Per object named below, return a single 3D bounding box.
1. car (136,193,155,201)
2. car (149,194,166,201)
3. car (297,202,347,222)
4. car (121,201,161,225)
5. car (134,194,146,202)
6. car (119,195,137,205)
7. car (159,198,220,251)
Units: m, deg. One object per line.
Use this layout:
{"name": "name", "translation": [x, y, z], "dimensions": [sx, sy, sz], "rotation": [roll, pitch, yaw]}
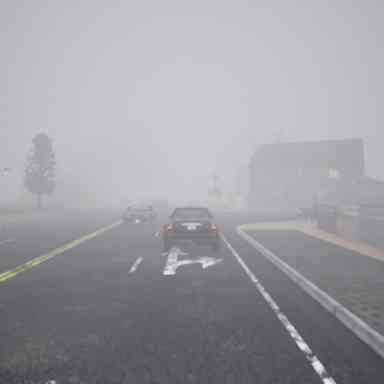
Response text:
{"name": "car", "translation": [-7.510, 1.337, 54.826], "dimensions": [1.994, 1.385, 4.181], "rotation": [0, 0, -1]}
{"name": "car", "translation": [-3.816, 1.311, 40.954], "dimensions": [1.882, 1.535, 5.008], "rotation": [0, 0, -1]}
{"name": "car", "translation": [10.345, 1.415, 23.844], "dimensions": [5.357, 1.411, 2.033], "rotation": [0, 1, 29]}
{"name": "car", "translation": [-3.452, 1.510, 22.961], "dimensions": [1.895, 1.301, 4.718], "rotation": [0, 0, -1]}
{"name": "car", "translation": [-11.015, 1.171, 70.230], "dimensions": [1.882, 1.535, 5.008], "rotation": [0, 0, -1]}
{"name": "car", "translation": [-10.759, 1.253, 54.775], "dimensions": [1.882, 1.535, 5.008], "rotation": [0, 0, -1]}
{"name": "car", "translation": [-0.043, 1.296, 14.023], "dimensions": [2.097, 1.767, 4.553], "rotation": [0, 0, -1]}
